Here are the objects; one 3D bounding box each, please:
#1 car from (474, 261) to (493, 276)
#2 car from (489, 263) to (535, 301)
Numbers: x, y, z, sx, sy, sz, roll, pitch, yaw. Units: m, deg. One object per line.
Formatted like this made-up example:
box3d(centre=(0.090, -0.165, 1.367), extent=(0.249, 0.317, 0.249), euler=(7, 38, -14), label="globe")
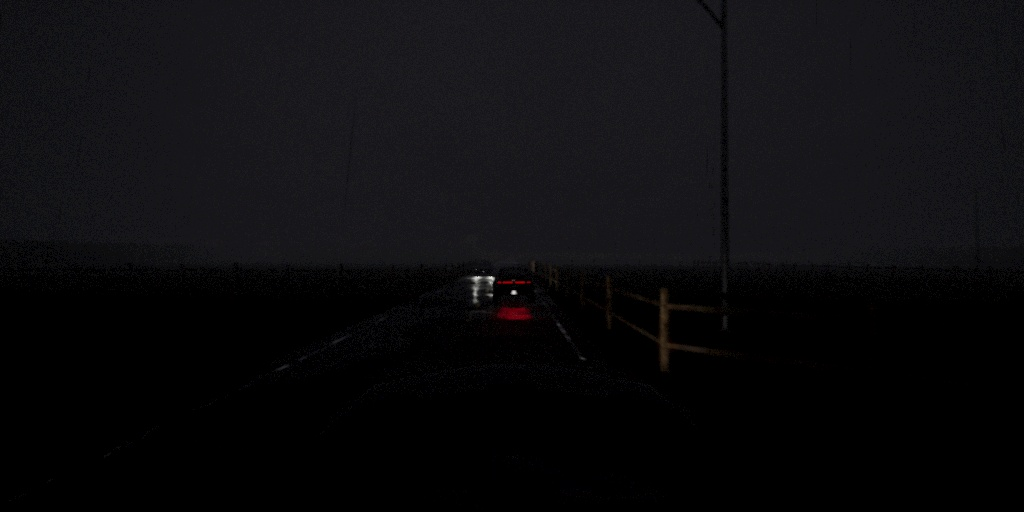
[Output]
box3d(centre=(-2.810, 1.283, 37.280), extent=(1.837, 1.490, 4.892), euler=(0, 0, 0), label="car")
box3d(centre=(0.062, 1.266, 17.318), extent=(1.837, 1.490, 4.892), euler=(0, 0, 0), label="car")
